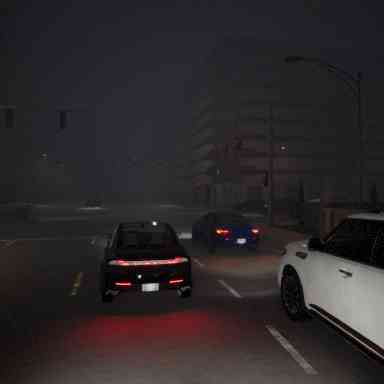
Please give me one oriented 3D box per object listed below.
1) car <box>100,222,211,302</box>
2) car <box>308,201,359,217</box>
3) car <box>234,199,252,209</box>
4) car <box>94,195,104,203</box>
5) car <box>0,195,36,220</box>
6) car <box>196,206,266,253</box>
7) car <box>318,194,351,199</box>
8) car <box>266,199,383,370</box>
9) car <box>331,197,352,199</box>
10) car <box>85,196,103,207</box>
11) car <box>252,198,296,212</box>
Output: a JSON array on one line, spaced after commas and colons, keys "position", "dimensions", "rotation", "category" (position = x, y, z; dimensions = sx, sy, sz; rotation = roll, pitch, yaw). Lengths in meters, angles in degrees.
[{"position": [-1.212, 1.492, 8.335], "dimensions": [2.128, 1.511, 4.902], "rotation": [0, 0, -11], "category": "car"}, {"position": [13.509, 1.619, 31.866], "dimensions": [4.181, 1.385, 1.994], "rotation": [0, 0, -14], "category": "car"}, {"position": [7.065, 1.560, 37.692], "dimensions": [4.892, 1.490, 1.837], "rotation": [0, 0, -14], "category": "car"}, {"position": [-19.301, 1.478, 69.062], "dimensions": [1.882, 1.535, 5.008], "rotation": [0, 0, -14], "category": "car"}, {"position": [-15.455, 1.237, 26.333], "dimensions": [5.566, 2.045, 2.150], "rotation": [0, 1, -30], "category": "car"}, {"position": [1.242, 1.526, 13.757], "dimensions": [1.812, 1.442, 4.674], "rotation": [0, 0, -12], "category": "car"}, {"position": [16.638, 1.277, 40.051], "dimensions": [5.566, 2.045, 2.150], "rotation": [0, 0, -14], "category": "car"}, {"position": [2.985, 1.221, 4.219], "dimensions": [2.150, 2.045, 5.566], "rotation": [0, 0, -7], "category": "car"}, {"position": [17.819, 1.581, 36.730], "dimensions": [4.674, 1.442, 1.812], "rotation": [0, 0, -14], "category": "car"}, {"position": [-14.661, 1.564, 49.459], "dimensions": [1.994, 1.385, 4.181], "rotation": [0, 0, -13], "category": "car"}, {"position": [9.099, 1.407, 34.591], "dimensions": [4.553, 1.767, 2.097], "rotation": [0, 0, -14], "category": "car"}]
